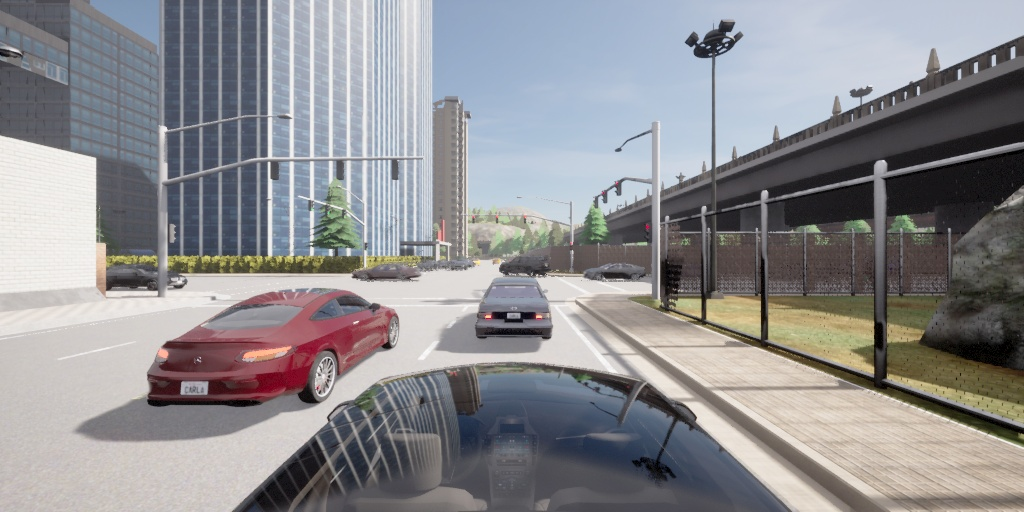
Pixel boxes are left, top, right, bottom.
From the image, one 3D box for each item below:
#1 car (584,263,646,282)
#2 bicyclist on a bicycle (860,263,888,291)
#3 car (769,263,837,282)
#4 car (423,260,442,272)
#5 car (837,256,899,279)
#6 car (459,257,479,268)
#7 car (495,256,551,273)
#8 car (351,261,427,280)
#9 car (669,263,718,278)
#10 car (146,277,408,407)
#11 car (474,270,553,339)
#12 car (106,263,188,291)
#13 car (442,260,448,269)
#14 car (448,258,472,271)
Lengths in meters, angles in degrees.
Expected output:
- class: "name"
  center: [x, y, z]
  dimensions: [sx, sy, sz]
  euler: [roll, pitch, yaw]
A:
- class: "car"
  center: [8.289, 1.296, 29.029]
  dimensions: [4.902, 1.511, 2.128]
  euler: [0, 0, -2]
- class: "bicyclist on a bicycle"
  center: [18.266, 1.106, 18.208]
  dimensions: [0.582, 1.620, 1.656]
  euler: [0, 0, 0]
- class: "car"
  center: [23.008, 1.310, 29.209]
  dimensions: [4.892, 1.490, 1.837]
  euler: [0, 0, 0]
- class: "car"
  center: [-10.680, 1.255, 45.772]
  dimensions: [1.837, 1.490, 4.892]
  euler: [0, 0, 0]
- class: "car"
  center: [32.205, 1.027, 32.741]
  dimensions: [5.566, 2.045, 2.150]
  euler: [0, 0, 0]
- class: "car"
  center: [-7.186, 1.297, 58.783]
  dimensions: [2.033, 1.411, 5.357]
  euler: [0, 0, 0]
- class: "car"
  center: [1.288, 0.996, 36.016]
  dimensions: [5.566, 2.045, 2.150]
  euler: [0, 2, 41]
- class: "car"
  center: [-10.054, 1.329, 29.074]
  dimensions: [5.357, 1.411, 2.033]
  euler: [0, 0, 0]
- class: "car"
  center: [15.719, 1.353, 32.680]
  dimensions: [5.357, 1.411, 2.033]
  euler: [0, 0, 0]
- class: "car"
  center: [-3.450, 1.276, 6.211]
  dimensions: [1.812, 1.442, 4.674]
  euler: [0, 0, 0]
- class: "car"
  center: [0.079, 1.297, 10.031]
  dimensions: [2.033, 1.411, 5.357]
  euler: [0, 0, 1]
- class: "car"
  center: [-22.584, 1.331, 21.840]
  dimensions: [4.674, 1.442, 1.812]
  euler: [0, 0, 0]
- class: "car"
  center: [-10.693, 1.276, 55.011]
  dimensions: [1.812, 1.442, 4.674]
  euler: [0, 0, 0]
- class: "car"
  center: [-7.180, 1.314, 49.545]
  dimensions: [1.994, 1.385, 4.181]
  euler: [0, 0, 0]
